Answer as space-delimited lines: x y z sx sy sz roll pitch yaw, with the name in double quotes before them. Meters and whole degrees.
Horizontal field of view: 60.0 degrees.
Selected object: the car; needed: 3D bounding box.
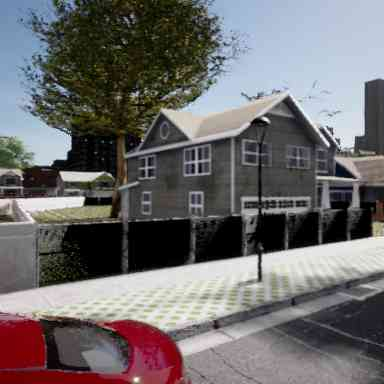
"car" -2.059 1.522 1.590 4.674 1.442 1.812 0 0 -35
